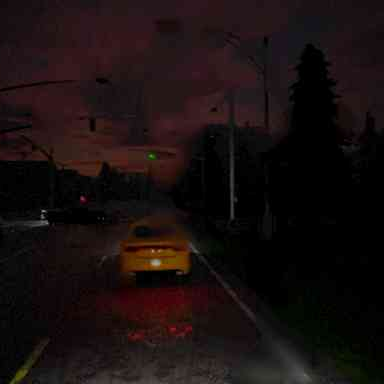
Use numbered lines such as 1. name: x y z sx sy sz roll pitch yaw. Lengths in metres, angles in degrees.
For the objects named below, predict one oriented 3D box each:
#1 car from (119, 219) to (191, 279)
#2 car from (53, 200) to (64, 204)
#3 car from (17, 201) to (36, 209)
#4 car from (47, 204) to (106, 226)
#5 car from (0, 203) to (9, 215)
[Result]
1. car: -1.173 1.601 10.542 1.882 1.535 5.008 0 -1 -7
2. car: -25.772 2.238 63.755 1.845 1.501 3.633 0 -1 -7
3. car: -27.843 2.178 56.031 1.970 1.475 3.806 0 -1 -7
4. car: -8.991 1.869 26.005 4.674 1.442 1.812 -1 -2 16
5. car: -22.650 1.903 37.911 2.007 1.523 4.514 0 -1 -7
